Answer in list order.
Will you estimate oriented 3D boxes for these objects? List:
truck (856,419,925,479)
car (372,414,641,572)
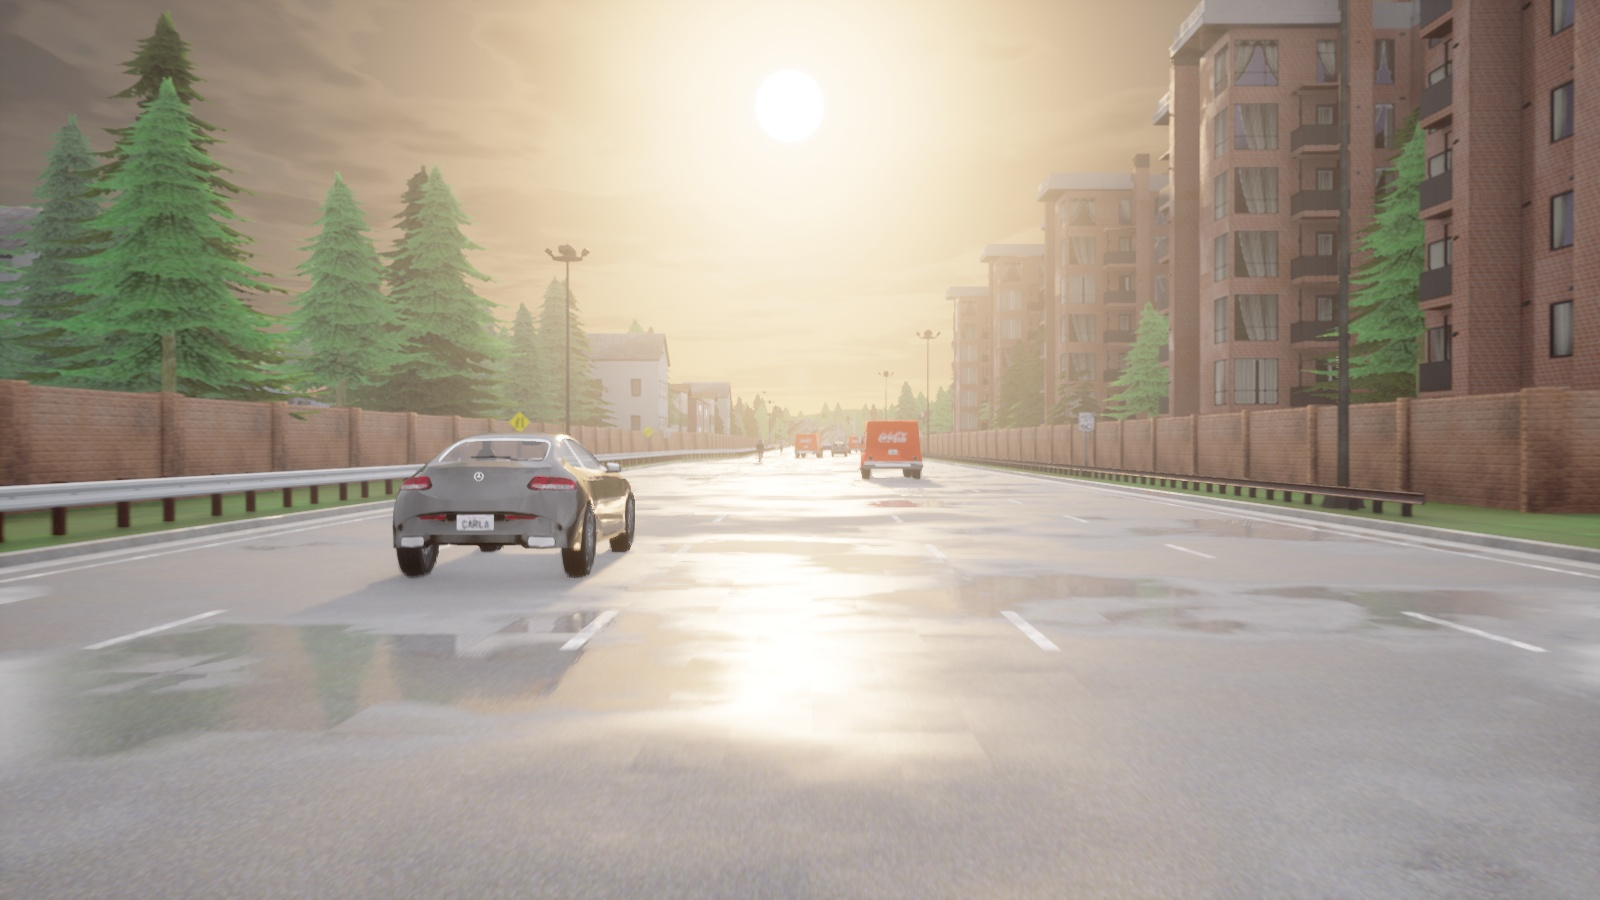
[{"bbox_3d":[3.824,-0.044,53.945,2.627,2.467,5.204,0,0,0],"label":"truck"},{"bbox_3d":[-3.395,0.433,15.676,2.152,1.651,5.027,0,0,0],"label":"car"}]
